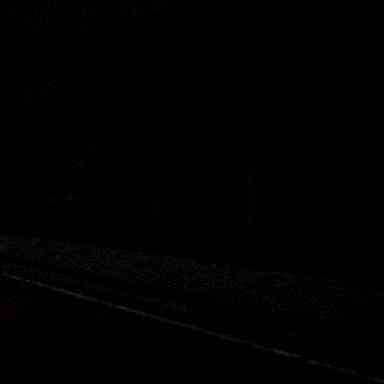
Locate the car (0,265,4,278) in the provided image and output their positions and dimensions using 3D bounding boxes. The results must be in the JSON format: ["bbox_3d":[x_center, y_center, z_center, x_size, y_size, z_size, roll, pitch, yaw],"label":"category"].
[{"bbox_3d":[-6.906,1.609,8.546,5.357,1.411,2.033,0,0,36],"label":"car"}]
